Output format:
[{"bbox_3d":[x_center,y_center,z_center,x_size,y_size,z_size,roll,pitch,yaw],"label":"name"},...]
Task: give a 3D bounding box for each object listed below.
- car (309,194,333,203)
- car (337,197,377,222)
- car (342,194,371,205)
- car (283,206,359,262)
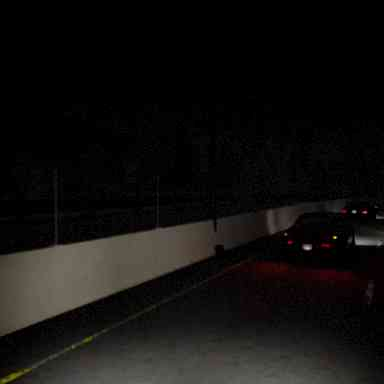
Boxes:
[{"bbox_3d":[21.508,1.066,55.412,4.181,1.385,1.994,-1,1,-40],"label":"car"},{"bbox_3d":[12.109,1.325,24.023,2.033,1.411,5.357,0,1,34],"label":"car"},{"bbox_3d":[24.067,1.101,48.523,5.357,1.411,2.033,-1,1,-42],"label":"car"},{"bbox_3d":[4.585,1.419,11.780,1.812,1.442,4.674,0,1,31],"label":"car"}]
